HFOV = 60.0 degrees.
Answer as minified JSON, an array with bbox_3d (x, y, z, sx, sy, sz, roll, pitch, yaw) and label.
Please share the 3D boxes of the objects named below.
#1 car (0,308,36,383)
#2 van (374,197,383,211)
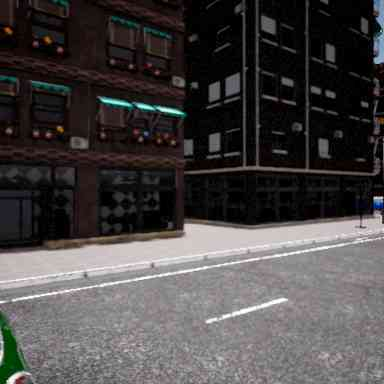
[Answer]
[{"bbox_3d":[-3.126,1.353,1.457,4.553,1.767,2.097,0,0,-35],"label":"car"},{"bbox_3d":[23.950,1.573,44.559,1.690,1.788,3.998,-1,0,-36],"label":"van"}]
